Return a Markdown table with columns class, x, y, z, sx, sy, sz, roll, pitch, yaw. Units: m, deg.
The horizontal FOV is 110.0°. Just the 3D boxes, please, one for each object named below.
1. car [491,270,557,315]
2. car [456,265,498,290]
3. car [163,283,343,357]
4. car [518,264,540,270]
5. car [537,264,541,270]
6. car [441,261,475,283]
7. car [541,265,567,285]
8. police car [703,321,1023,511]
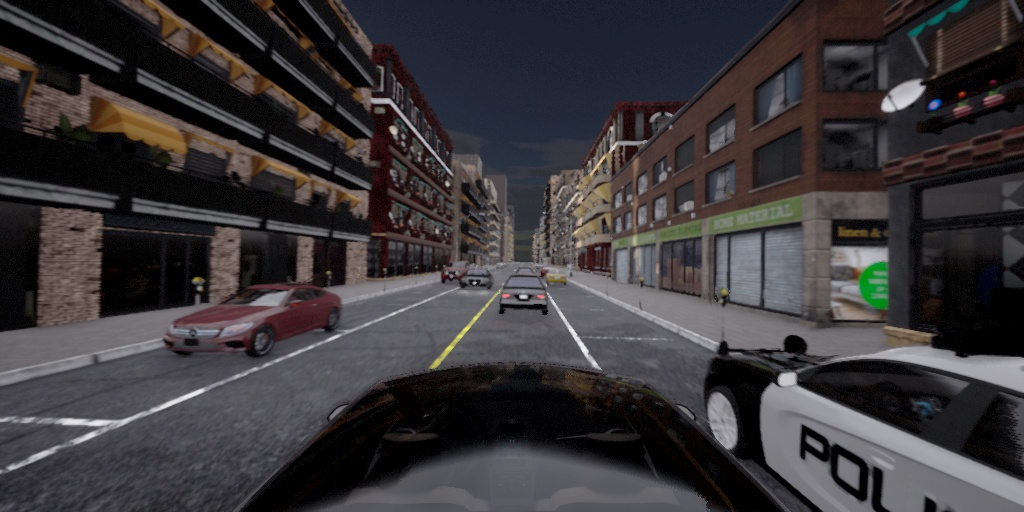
| class | x | y | z | sx | sy | sz | roll | pitch | yaw |
| --- | --- | --- | --- | --- | --- | --- | --- | --- | --- |
| car | 0.484 | 1.467 | 14.668 | 2.033 | 1.411 | 5.357 | 1 | -1 | 2 |
| car | -2.323 | 1.555 | 24.915 | 1.994 | 1.385 | 4.181 | 1 | -1 | 2 |
| car | -5.562 | 1.306 | 8.384 | 1.802 | 1.307 | 4.207 | 0 | 0 | 2 |
| car | 1.120 | 1.702 | 31.406 | 1.994 | 1.385 | 4.181 | 1 | -1 | 2 |
| car | 4.093 | 1.869 | 41.851 | 1.888 | 1.381 | 4.507 | 0 | 0 | 2 |
| car | -4.707 | 1.333 | 30.911 | 2.192 | 1.841 | 5.009 | 0 | 0 | 2 |
| car | 3.672 | 1.703 | 30.757 | 1.751 | 1.417 | 4.829 | 0 | 0 | 2 |
| police car | 3.050 | 1.240 | 2.209 | 1.930 | 1.638 | 5.238 | 1 | -1 | 2 |
